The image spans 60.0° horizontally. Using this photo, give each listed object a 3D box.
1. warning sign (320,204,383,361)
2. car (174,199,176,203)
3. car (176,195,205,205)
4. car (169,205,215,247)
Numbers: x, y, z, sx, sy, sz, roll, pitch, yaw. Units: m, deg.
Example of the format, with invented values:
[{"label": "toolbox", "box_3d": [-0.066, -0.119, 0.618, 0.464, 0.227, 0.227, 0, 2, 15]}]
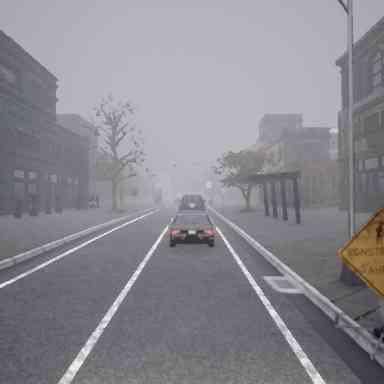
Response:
[{"label": "warning sign", "box_3d": [2.632, 1.111, 4.577, 1.300, 1.860, 1.060, -1, -1, 0]}, {"label": "car", "box_3d": [-3.000, 1.791, 75.922, 1.994, 1.385, 4.181, 0, 0, 0]}, {"label": "car", "box_3d": [0.000, 1.261, 29.691, 2.150, 2.045, 5.566, 0, 0, 0]}, {"label": "car", "box_3d": [0.000, 1.503, 14.649, 2.033, 1.411, 5.357, 0, 0, 0]}]
